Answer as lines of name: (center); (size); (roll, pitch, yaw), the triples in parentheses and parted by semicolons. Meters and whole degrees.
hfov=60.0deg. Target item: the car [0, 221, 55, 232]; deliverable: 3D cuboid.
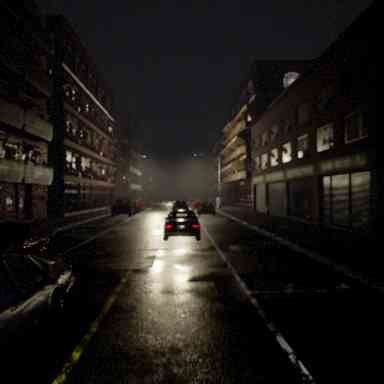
car: (-6.073, 1.679, 11.463); (1.802, 1.307, 4.206); (0, 0, -2)

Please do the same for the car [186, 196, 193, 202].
car: (-0.599, 1.925, 90.790); (1.752, 1.417, 4.829); (0, 0, -2)

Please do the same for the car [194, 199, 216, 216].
car: (1.468, 1.669, 34.466); (1.752, 1.417, 4.829); (0, 0, -2)

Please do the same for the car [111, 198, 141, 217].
car: (-6.900, 1.518, 33.994); (2.192, 1.841, 5.009); (0, 0, -2)

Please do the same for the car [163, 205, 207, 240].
car: (-0.530, 1.631, 17.612); (2.033, 1.411, 5.357); (0, 0, -2)

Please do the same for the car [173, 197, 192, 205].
car: (-1.334, 1.714, 40.012); (1.812, 1.442, 4.674); (0, 0, -2)

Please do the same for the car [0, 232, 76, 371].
car: (-3.119, 1.591, 4.321); (2.033, 1.411, 5.357); (0, 0, -2)

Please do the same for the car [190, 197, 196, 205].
car: (1.061, 1.739, 45.561); (1.887, 1.381, 4.507); (0, 0, -2)

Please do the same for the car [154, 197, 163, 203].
car: (-8.761, 1.985, 84.683); (2.008, 1.369, 4.403); (0, 0, -2)

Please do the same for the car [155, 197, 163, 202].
car: (-8.968, 2.010, 90.316); (2.008, 1.369, 4.403); (0, 0, -2)

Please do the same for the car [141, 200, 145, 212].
car: (-7.107, 1.669, 39.625); (1.967, 1.590, 4.097); (0, 0, -2)
